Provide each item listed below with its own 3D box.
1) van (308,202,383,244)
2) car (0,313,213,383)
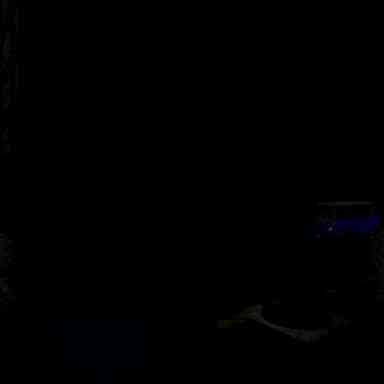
[{"bbox_3d":[7.074,1.342,15.444,3.998,1.788,1.690,0,0,-36],"label":"van"},{"bbox_3d":[-2.090,1.477,1.827,5.008,1.535,1.882,0,0,-35],"label":"car"}]
